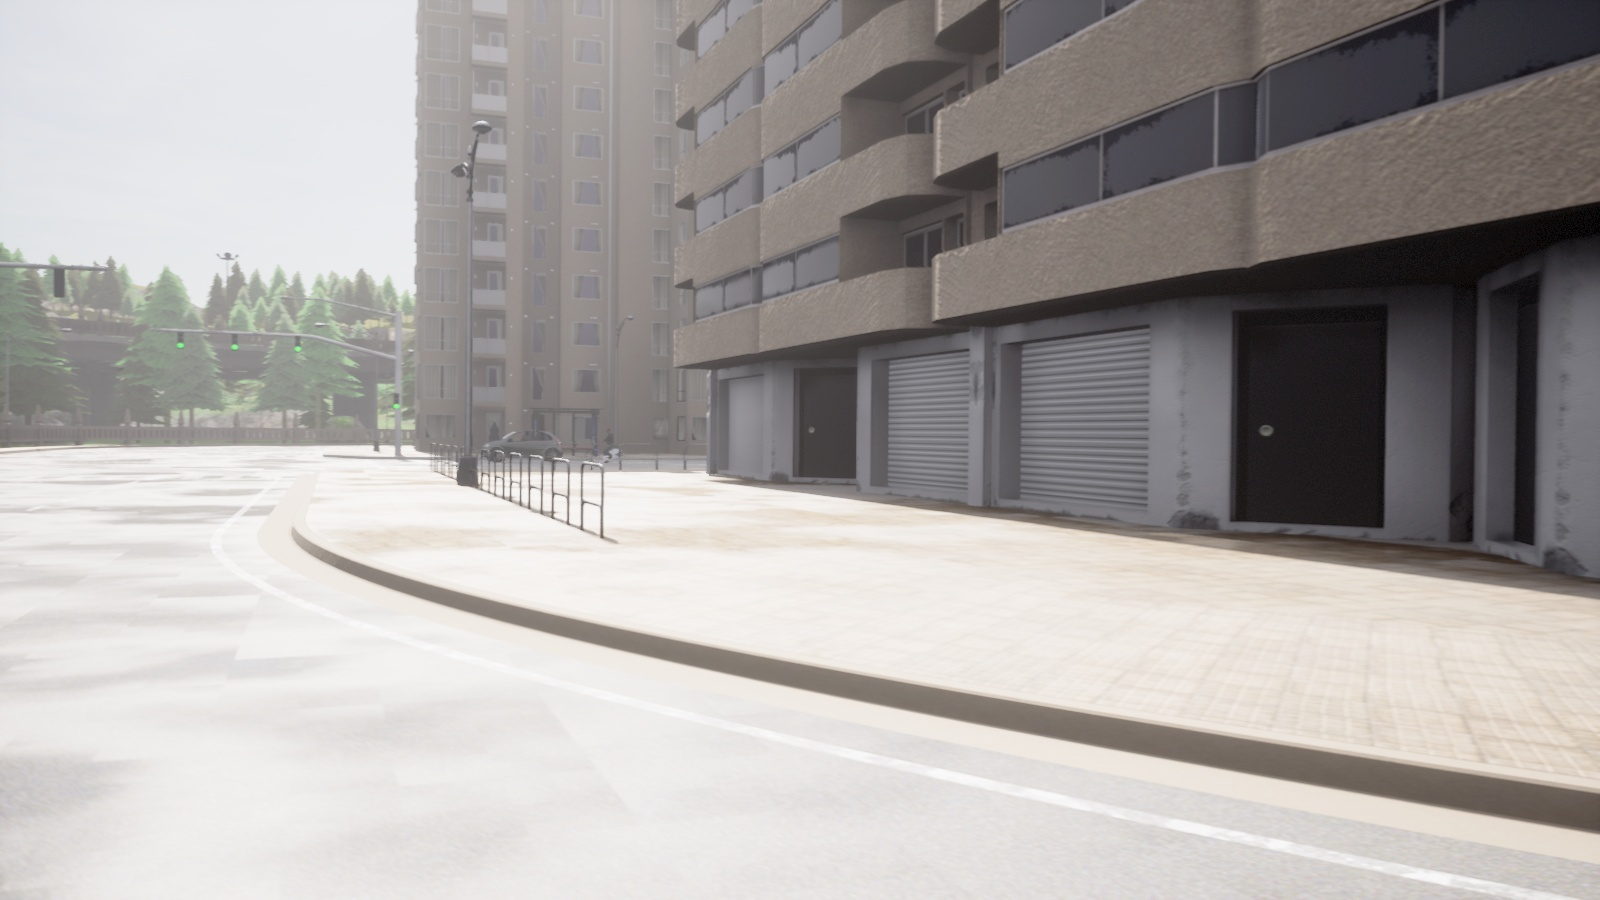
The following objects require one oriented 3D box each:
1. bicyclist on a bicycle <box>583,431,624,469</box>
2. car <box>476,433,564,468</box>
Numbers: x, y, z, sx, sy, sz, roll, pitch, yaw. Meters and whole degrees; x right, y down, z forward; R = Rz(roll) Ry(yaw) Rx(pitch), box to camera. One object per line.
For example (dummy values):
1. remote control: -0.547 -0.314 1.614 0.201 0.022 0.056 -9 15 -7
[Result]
1. bicyclist on a bicycle: -9.347 -0.027 59.731 1.843 1.776 0.659 -1 1 -22
2. car: -13.772 0.012 61.740 3.988 1.617 1.851 -1 1 -21
